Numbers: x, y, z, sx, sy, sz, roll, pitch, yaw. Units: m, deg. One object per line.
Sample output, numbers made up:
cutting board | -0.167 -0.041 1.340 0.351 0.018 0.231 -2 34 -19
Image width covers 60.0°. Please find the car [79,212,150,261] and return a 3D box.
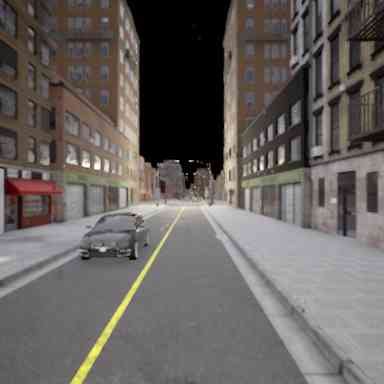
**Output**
car | -2.747 1.572 12.683 1.837 1.490 4.892 0 -1 0

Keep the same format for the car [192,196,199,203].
car | 0.961 2.074 85.760 1.752 1.417 4.829 0 -1 0
